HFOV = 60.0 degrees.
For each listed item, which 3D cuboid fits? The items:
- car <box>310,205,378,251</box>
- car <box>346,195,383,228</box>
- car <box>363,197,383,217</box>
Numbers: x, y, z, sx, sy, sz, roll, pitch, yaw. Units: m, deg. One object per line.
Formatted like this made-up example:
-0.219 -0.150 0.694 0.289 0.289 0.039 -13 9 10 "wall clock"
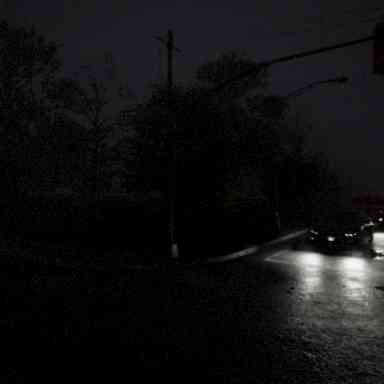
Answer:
6.581 1.513 14.401 1.837 1.490 4.892 0 0 35 "car"
11.970 1.232 22.655 2.150 2.045 5.566 0 0 33 "car"
17.820 1.388 31.904 2.097 1.767 4.553 0 0 32 "car"
